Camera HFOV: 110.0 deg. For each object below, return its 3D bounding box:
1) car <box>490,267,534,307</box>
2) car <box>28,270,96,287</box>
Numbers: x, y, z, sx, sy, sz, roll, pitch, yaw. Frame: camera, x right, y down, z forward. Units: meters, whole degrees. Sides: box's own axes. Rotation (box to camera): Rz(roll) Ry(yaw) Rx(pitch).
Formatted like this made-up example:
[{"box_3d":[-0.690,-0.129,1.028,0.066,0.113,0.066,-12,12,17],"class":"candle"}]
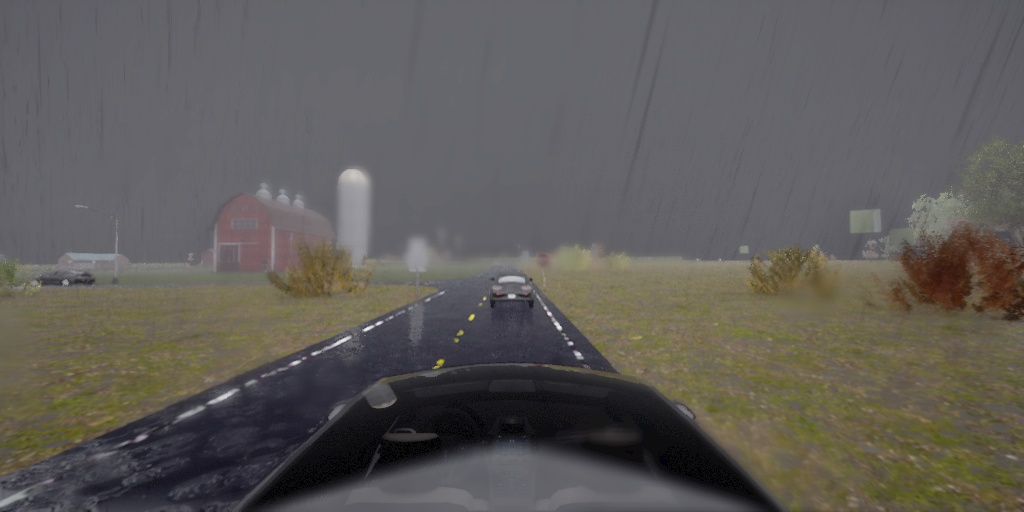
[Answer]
[{"box_3d":[0.001,1.419,16.256,1.812,1.442,4.674,0,0,0],"class":"car"},{"box_3d":[-42.337,2.105,33.813,4.892,1.490,1.837,0,-1,1],"class":"car"}]
